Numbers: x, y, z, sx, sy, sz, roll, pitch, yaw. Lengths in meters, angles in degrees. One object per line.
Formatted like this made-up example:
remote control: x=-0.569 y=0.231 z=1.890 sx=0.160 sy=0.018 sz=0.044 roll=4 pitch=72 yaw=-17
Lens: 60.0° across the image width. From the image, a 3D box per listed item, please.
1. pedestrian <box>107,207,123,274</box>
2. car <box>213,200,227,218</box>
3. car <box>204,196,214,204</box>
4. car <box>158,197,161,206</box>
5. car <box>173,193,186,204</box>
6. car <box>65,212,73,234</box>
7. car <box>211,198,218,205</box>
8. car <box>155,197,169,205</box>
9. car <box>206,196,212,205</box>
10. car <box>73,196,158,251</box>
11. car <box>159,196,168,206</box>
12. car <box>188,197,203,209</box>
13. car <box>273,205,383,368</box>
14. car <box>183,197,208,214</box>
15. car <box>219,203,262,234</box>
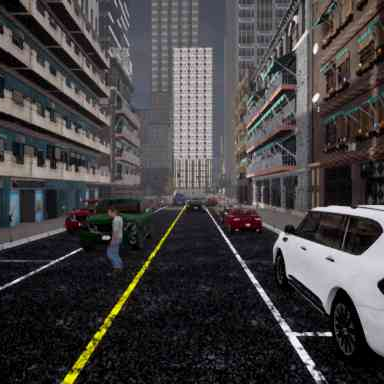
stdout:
pedestrian: x=-2.091 y=1.292 z=9.177 sx=0.375 sy=1.860 sz=0.375 roll=-1 pitch=1 yaw=1
car: x=2.905 y=1.547 z=24.624 sx=2.008 sy=1.369 sz=4.403 roll=-1 pitch=0 yaw=1
car: x=3.256 y=1.523 z=63.457 sx=1.752 sy=1.417 sz=4.829 roll=-1 pitch=0 yaw=1
car: x=-5.325 y=1.578 z=41.284 sx=1.802 sy=1.307 sz=4.206 roll=-1 pitch=0 yaw=1
car: x=-2.422 y=1.221 z=64.438 sx=2.150 sy=2.045 sz=5.566 roll=0 pitch=0 yaw=1
car: x=-5.529 y=1.312 z=19.190 sx=2.192 sy=1.841 sz=5.009 roll=-1 pitch=0 yaw=1
car: x=2.956 y=1.521 z=30.317 sx=1.752 sy=1.417 sz=4.829 roll=-1 pitch=0 yaw=1
car: x=-5.175 y=1.541 z=57.854 sx=1.887 sy=1.381 sz=4.507 roll=-1 pitch=0 yaw=1
car: x=3.155 y=1.541 z=52.240 sx=1.887 sy=1.381 sz=4.507 roll=-1 pitch=0 yaw=1
car: x=-2.973 y=1.213 z=14.383 sx=2.150 sy=2.045 sz=5.566 roll=0 pitch=1 yaw=1
car: x=-5.226 y=1.436 z=52.330 sx=1.967 sy=1.590 sz=4.097 roll=-1 pitch=0 yaw=1
car: x=0.489 y=1.500 z=45.489 sx=1.837 sy=1.490 sz=4.892 roll=0 pitch=0 yaw=1
car: x=3.052 y=1.223 z=5.885 sx=2.150 sy=2.045 sz=5.566 roll=0 pitch=0 yaw=1
car: x=0.411 y=1.559 z=35.500 sx=1.994 sy=1.385 sz=4.181 roll=0 pitch=0 yaw=1
car: x=2.855 y=1.541 z=19.101 sx=1.887 sy=1.381 sz=4.507 roll=-1 pitch=0 yaw=1
